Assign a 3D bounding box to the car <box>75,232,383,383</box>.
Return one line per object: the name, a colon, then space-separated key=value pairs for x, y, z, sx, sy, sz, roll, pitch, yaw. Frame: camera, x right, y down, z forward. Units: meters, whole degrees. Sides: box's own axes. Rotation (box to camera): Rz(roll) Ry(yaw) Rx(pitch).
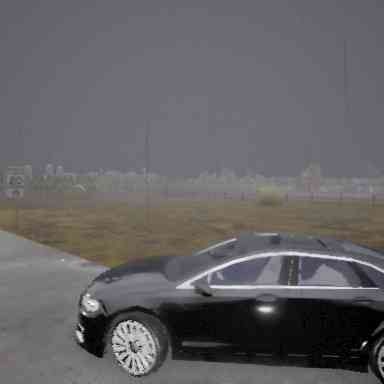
car: x=0.951 y=1.337 z=4.454 sx=4.902 sy=1.511 sz=2.128 roll=1 pitch=3 yaw=7
